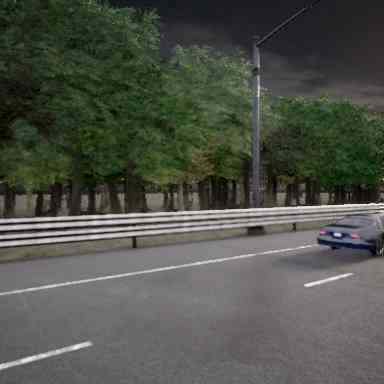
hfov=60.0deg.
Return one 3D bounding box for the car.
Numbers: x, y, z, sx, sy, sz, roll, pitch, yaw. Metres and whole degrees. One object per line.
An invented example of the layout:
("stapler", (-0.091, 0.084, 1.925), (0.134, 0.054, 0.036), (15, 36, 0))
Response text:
("car", (7.165, 1.550, 13.161), (5.357, 1.411, 2.033), (0, 0, -36))
